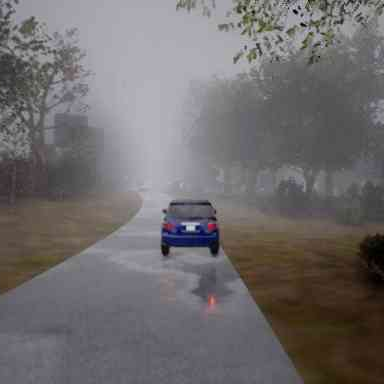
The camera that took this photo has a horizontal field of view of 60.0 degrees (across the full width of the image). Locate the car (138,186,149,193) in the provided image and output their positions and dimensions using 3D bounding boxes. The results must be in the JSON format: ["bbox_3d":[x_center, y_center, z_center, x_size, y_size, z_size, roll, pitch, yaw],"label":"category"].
[{"bbox_3d":[-10.289,-0.601,70.834,1.812,1.442,4.674,1,2,-14],"label":"car"}]

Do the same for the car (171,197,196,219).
[{"bbox_3d":[-0.846,1.363,29.517,1.882,1.535,5.008,1,2,-4],"label":"car"}]

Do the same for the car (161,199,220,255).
[{"bbox_3d":[-0.102,1.316,14.022,2.150,2.045,5.566,0,0,-1],"label":"car"}]
